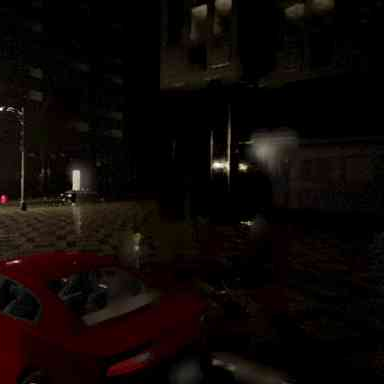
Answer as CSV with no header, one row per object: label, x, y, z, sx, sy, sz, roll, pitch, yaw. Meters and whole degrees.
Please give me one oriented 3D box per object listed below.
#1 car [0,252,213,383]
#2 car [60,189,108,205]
car,-1.913,1.452,4.189,4.507,1.381,1.887,1,1,33
car,-10.278,0.449,32.047,2.128,1.511,4.902,1,2,33
